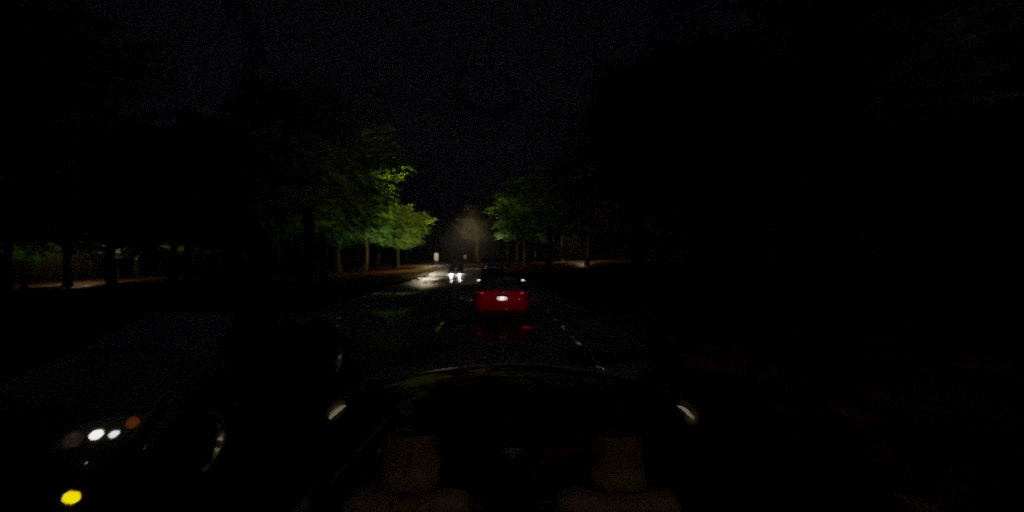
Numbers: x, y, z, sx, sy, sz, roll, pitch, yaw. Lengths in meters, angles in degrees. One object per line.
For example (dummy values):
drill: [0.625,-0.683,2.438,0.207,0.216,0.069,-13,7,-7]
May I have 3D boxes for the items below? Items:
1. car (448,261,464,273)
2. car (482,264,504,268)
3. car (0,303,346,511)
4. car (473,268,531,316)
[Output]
car: [-7.210,1.434,46.448,2.128,1.511,4.902,0,0,-8]
car: [-1.601,1.362,29.898,1.812,1.442,4.674,0,0,-5]
car: [-3.746,1.311,4.364,1.994,1.385,4.181,0,0,-2]
car: [-0.419,1.332,13.460,1.994,1.385,4.181,0,0,-3]
